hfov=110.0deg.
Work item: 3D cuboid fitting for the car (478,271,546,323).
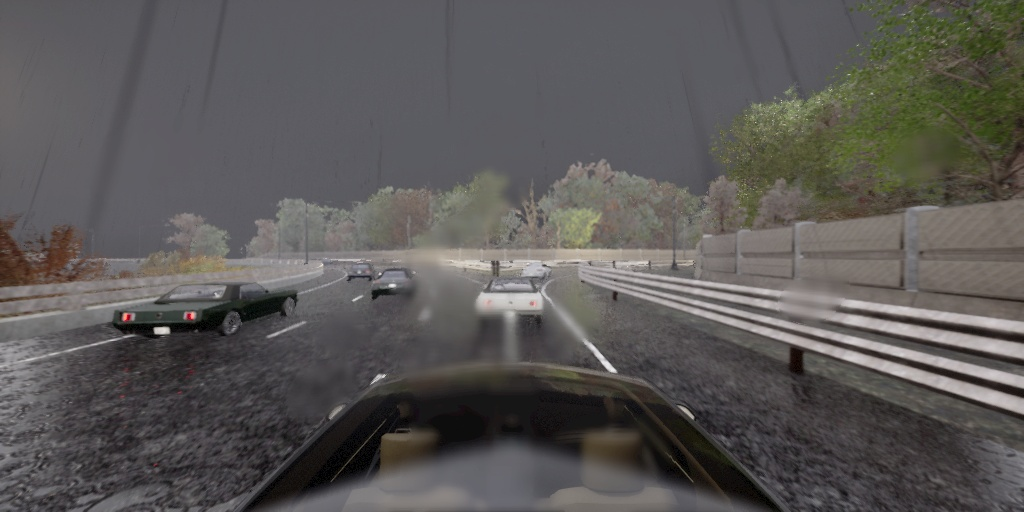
[{"bbox_3d":[-0.013,1.348,12.132,1.895,1.301,4.718,0,0,0],"label":"car"}]

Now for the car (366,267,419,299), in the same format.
[{"bbox_3d":[-5.853,1.314,18.316,1.994,1.385,4.181,0,0,-12],"label":"car"}]

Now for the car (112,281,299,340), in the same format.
[{"bbox_3d":[-7.950,1.354,10.079,1.895,1.301,4.718,0,0,-7],"label":"car"}]

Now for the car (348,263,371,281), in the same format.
[{"bbox_3d":[-12.570,1.298,30.085,2.033,1.411,5.357,0,0,-18],"label":"car"}]

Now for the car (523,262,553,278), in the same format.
[{"bbox_3d":[2.188,1.267,30.705,1.812,1.442,4.674,0,0,16],"label":"car"}]
